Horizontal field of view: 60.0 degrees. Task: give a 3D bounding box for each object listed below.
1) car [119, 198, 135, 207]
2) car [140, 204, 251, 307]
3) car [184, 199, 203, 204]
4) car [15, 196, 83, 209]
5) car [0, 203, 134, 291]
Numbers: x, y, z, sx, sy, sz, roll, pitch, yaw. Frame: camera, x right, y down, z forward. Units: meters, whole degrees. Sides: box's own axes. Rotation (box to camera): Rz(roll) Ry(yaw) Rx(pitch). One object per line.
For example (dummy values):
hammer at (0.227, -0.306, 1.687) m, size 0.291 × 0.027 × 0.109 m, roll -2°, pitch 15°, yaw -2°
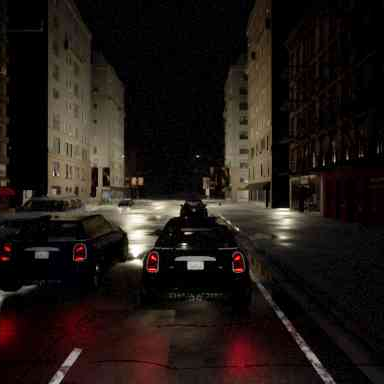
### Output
car at (-9.726, 1.617, 49.789) m, size 1.994 × 1.385 × 4.181 m, roll 0°, pitch 0°, yaw 0°
car at (0.101, 1.353, 8.160) m, size 2.097 × 1.767 × 4.553 m, roll 0°, pitch 0°, yaw 1°
car at (0.117, 1.362, 26.112) m, size 2.097 × 1.767 × 4.553 m, roll 0°, pitch 0°, yaw 0°
car at (-6.593, 1.225, 15.483) m, size 2.150 × 2.045 × 5.566 m, roll 0°, pitch 0°, yaw 0°
car at (-3.148, 1.353, 9.156) m, size 2.097 × 1.767 × 4.553 m, roll 0°, pitch 0°, yaw 1°
